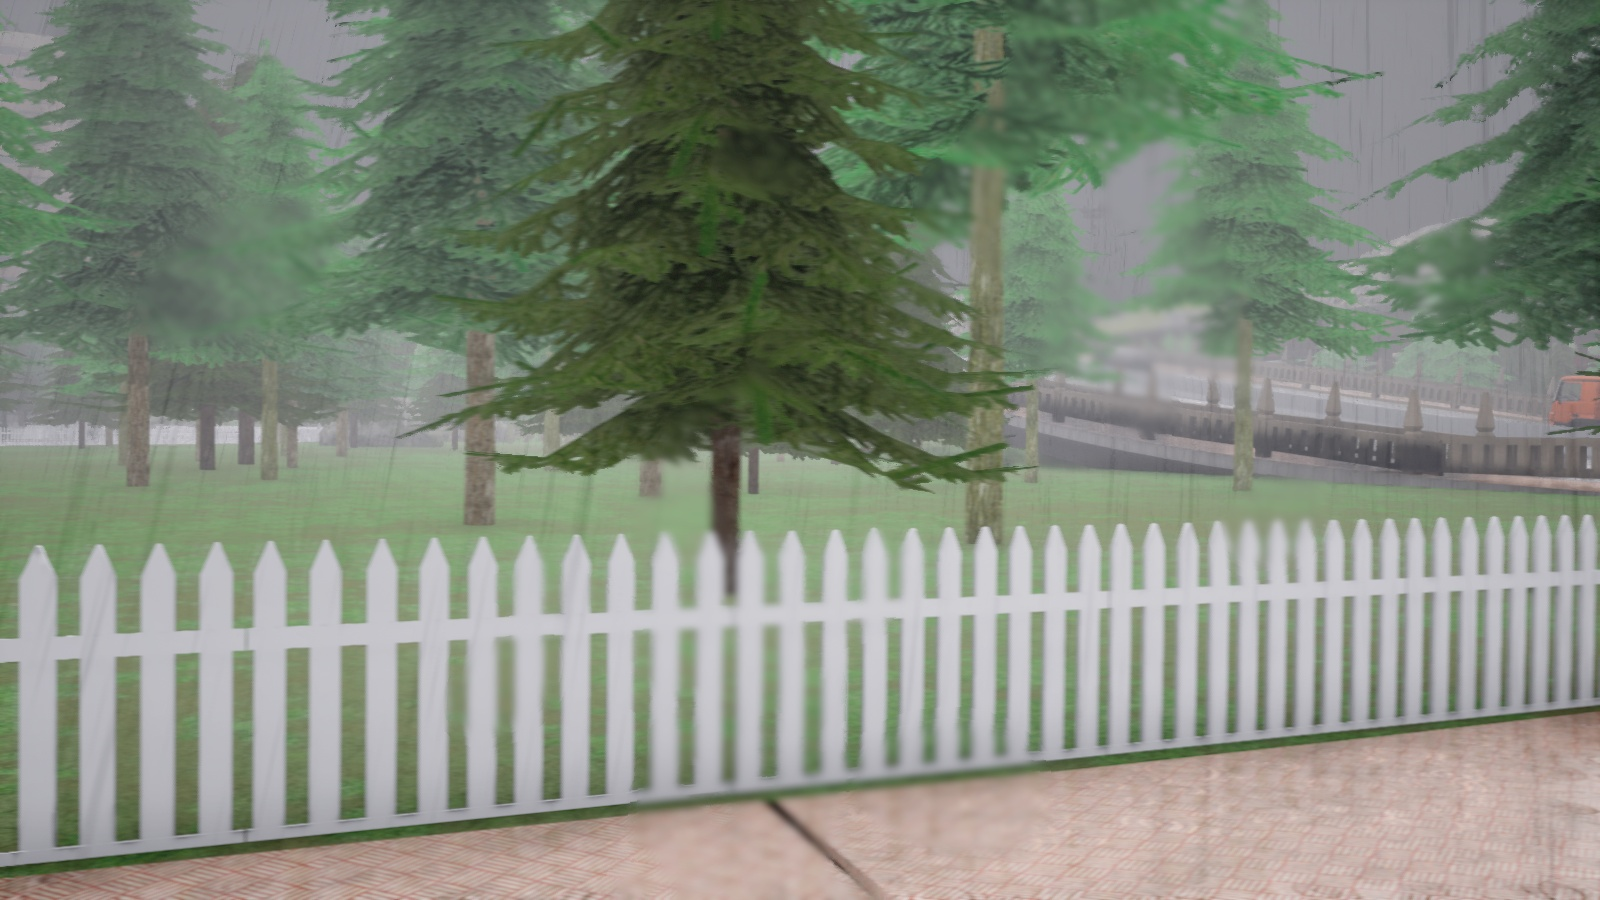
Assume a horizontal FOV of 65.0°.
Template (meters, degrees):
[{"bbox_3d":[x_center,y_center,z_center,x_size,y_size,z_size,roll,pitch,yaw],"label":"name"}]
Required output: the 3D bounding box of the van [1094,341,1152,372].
[{"bbox_3d":[24.108,-7.021,93.927,1.775,1.987,4.442,-1,8,-22],"label":"van"}]

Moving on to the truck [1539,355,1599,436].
[{"bbox_3d":[36.669,-2.242,54.174,2.891,3.462,7.936,-1,6,-22],"label":"truck"}]
